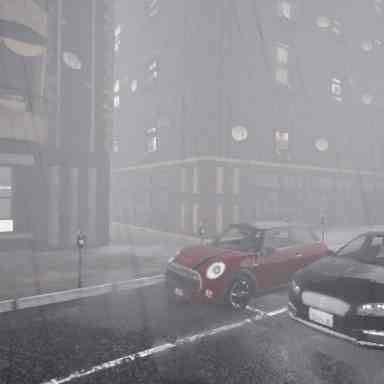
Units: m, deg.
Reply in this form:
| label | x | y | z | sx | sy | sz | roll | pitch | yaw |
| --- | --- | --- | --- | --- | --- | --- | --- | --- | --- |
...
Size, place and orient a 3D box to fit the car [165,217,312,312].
| label | x | y | z | sx | sy | sz | roll | pitch | yaw |
| --- | --- | --- | --- | --- | --- | --- | --- | --- | --- |
| car | 1.373 | 1.442 | 7.684 | 4.097 | 1.590 | 1.967 | 0 | 1 | -36 |

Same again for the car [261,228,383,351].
| label | x | y | z | sx | sy | sz | roll | pitch | yaw |
| --- | --- | --- | --- | --- | --- | --- | --- | --- | --- |
| car | 3.802 | 1.493 | 6.090 | 4.902 | 1.511 | 2.128 | 0 | 0 | -35 |
